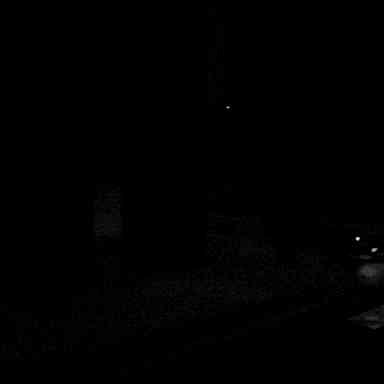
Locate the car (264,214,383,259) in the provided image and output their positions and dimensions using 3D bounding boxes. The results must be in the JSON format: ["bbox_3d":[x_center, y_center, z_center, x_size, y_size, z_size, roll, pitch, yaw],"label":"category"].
[{"bbox_3d":[4.963,1.552,12.757,1.895,1.301,4.718,0,0,-26],"label":"car"}]
